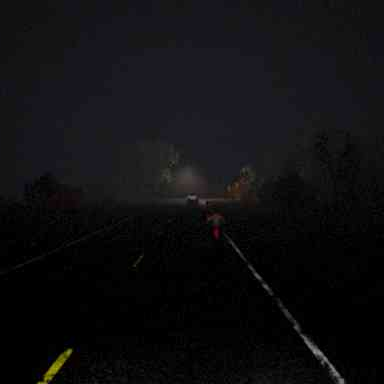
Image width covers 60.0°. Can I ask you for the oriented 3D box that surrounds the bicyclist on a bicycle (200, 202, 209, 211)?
[{"bbox_3d":[0.990,1.432,21.721,0.866,1.612,1.509,0,0,0],"label":"bicyclist on a bicycle"}]

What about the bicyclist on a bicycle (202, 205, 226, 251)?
[{"bbox_3d":[0.944,1.436,13.187,0.866,1.612,1.509,0,0,0],"label":"bicyclist on a bicycle"}]

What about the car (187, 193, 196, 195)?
[{"bbox_3d":[0.082,1.138,73.571,2.150,2.045,5.566,0,0,1],"label":"car"}]

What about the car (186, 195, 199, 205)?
[{"bbox_3d":[0.115,1.551,55.490,1.895,1.301,4.718,0,0,0],"label":"car"}]
